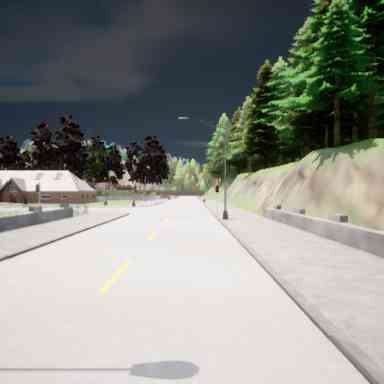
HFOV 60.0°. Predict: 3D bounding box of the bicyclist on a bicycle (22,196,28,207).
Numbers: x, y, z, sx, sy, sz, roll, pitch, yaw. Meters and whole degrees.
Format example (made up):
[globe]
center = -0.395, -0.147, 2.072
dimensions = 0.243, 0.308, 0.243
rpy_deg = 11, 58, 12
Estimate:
[bicyclist on a bicycle]
center = -24.181, 1.324, 48.074
dimensions = 0.582, 1.620, 1.656
rpy_deg = 0, 0, 0
